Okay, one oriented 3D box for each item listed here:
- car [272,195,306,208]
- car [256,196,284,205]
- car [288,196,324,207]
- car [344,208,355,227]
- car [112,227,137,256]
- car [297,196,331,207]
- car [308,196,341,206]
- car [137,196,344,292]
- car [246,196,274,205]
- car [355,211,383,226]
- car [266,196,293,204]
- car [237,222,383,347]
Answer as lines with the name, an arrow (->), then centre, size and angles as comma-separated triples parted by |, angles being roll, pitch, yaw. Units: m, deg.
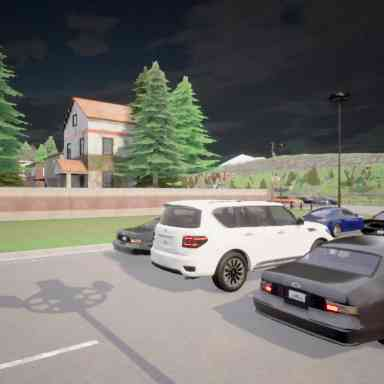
car -> 14.383, 1.352, 49.545 | 2.097, 1.767, 4.553 | 0, 0, -36
car -> 14.365, 1.478, 61.565 | 1.882, 1.535, 5.008 | 0, 0, -36
car -> 17.474, 1.478, 51.243 | 1.882, 1.535, 5.008 | 0, 0, -36
car -> 7.652, 1.526, 17.793 | 4.674, 1.442, 1.812 | 0, 0, -35
car -> -0.151, 1.547, 12.231 | 5.357, 1.411, 2.033 | 0, 0, -36
car -> 19.785, 1.491, 54.027 | 2.128, 1.511, 4.902 | 0, 0, -36
car -> 22.355, 1.477, 56.454 | 1.882, 1.535, 5.008 | 0, 0, -36
car -> 1.569, 1.221, 9.166 | 5.566, 2.045, 2.150 | 0, 0, -36
car -> 11.979, 1.505, 58.866 | 1.837, 1.490, 4.892 | 0, 0, -36
car -> 9.660, 1.478, 14.926 | 5.008, 1.535, 1.882 | 0, 0, -35
car -> 16.827, 1.491, 64.175 | 2.128, 1.511, 4.902 | 0, 0, -35
car -> 3.549, 1.547, 6.277 | 5.357, 1.411, 2.033 | 0, 0, -36
